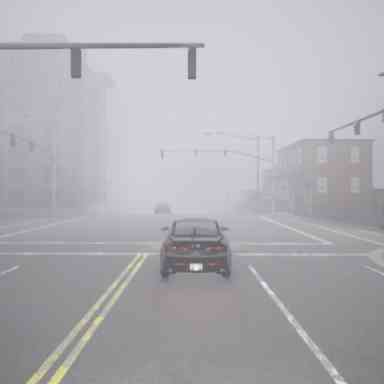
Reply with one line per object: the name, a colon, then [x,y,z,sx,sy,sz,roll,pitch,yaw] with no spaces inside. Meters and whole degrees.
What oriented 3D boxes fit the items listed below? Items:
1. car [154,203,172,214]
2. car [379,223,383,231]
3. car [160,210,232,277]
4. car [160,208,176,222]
car: [-3.606,2.094,41.355,1.837,1.490,4.892,0,-5,0]
car: [16.591,2.734,23.989,5.357,1.411,2.033,8,0,1]
car: [0.099,1.513,10.206,1.837,1.490,4.892,0,0,0]
car: [-3.599,3.557,50.762,2.128,1.511,4.902,0,-12,0]
